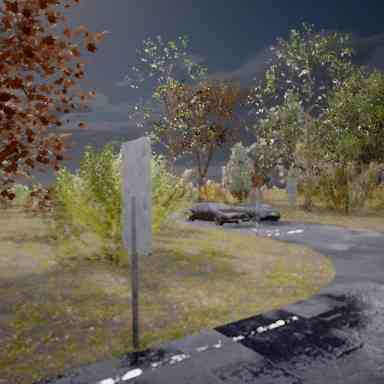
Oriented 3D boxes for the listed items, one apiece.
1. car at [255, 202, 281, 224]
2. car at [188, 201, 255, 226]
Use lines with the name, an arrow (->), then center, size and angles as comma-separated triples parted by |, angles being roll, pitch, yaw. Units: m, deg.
car -> 4.083, 1.324, 23.112 | 1.994, 1.385, 4.181 | -1, 1, -35
car -> 1.344, 1.342, 21.989 | 2.033, 1.411, 5.357 | -1, 2, -35
